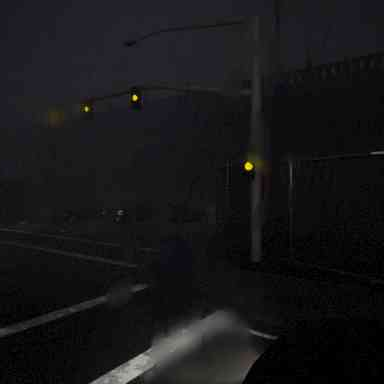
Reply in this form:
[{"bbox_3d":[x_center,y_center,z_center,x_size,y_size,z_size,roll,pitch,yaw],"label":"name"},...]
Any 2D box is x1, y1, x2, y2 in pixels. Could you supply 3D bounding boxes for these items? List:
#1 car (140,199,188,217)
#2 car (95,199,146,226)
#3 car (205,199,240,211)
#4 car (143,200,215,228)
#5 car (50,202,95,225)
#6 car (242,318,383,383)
[{"bbox_3d":[-2.680,1.533,32.909,1.882,1.535,5.008,0,0,35],"label":"car"},{"bbox_3d":[-4.402,1.407,24.447,2.097,1.767,4.553,0,0,35],"label":"car"},{"bbox_3d":[4.005,1.603,42.297,2.033,1.411,5.357,0,0,35],"label":"car"},{"bbox_3d":[-0.765,1.547,23.179,2.128,1.511,4.902,0,0,35],"label":"car"},{"bbox_3d":[-8.188,1.533,25.166,1.882,1.535,5.008,0,0,35],"label":"car"},{"bbox_3d":[2.931,1.547,1.876,5.357,1.411,2.033,0,0,36],"label":"car"}]
